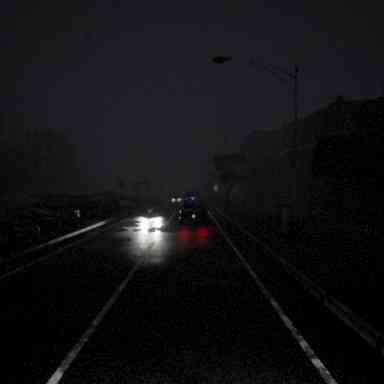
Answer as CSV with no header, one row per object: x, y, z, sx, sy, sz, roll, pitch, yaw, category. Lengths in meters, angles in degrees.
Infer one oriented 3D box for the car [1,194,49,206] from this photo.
-21.885,1.059,43.819,5.366,1.575,1.946,0,1,0,car

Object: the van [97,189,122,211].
-9.091,1.003,30.744,4.442,1.987,1.878,0,1,0,van

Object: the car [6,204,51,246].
-8.958,1.409,13.922,4.892,1.521,2.231,0,0,0,car

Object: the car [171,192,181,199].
-3.249,0.703,69.452,1.994,1.385,4.181,0,1,0,car

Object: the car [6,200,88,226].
-8.988,1.392,19.533,4.792,1.488,2.163,0,1,0,car

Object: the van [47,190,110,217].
-8.850,1.074,25.134,4.442,1.987,1.878,0,1,0,van

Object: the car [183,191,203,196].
0.099,0.840,40.485,2.150,2.045,5.566,0,1,0,car

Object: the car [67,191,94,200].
-22.133,0.652,66.021,4.553,1.767,2.185,0,1,0,car

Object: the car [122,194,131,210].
-8.980,1.232,33.551,4.674,1.452,2.002,0,1,0,car

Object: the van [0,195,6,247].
-9.064,1.202,11.112,4.442,1.987,1.878,0,0,0,van

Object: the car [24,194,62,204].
-22.050,1.019,49.371,4.792,1.488,2.163,0,1,0,car

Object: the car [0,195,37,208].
-22.097,1.127,41.044,4.792,1.488,2.163,0,1,0,car

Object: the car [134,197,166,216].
-3.347,1.241,28.973,2.128,1.511,4.902,0,1,0,car

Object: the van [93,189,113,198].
-22.006,0.347,82.669,4.442,1.987,1.878,0,1,0,van

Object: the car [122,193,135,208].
-8.796,1.153,36.353,5.366,1.575,1.946,0,1,0,car

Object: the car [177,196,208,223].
0.099,1.298,23.308,2.128,1.511,4.902,0,0,0,car

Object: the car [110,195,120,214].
-8.965,1.264,27.944,5.008,1.535,2.097,0,1,0,car

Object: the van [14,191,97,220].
-9.079,1.105,22.333,4.442,1.987,1.878,0,1,0,van

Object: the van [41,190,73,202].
-22.203,0.693,54.917,4.442,1.987,1.878,0,1,0,van

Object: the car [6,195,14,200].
-22.065,1.169,35.494,5.008,1.535,2.097,0,1,0,car

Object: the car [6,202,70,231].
-8.952,1.427,16.725,4.674,1.452,2.002,0,0,0,car
